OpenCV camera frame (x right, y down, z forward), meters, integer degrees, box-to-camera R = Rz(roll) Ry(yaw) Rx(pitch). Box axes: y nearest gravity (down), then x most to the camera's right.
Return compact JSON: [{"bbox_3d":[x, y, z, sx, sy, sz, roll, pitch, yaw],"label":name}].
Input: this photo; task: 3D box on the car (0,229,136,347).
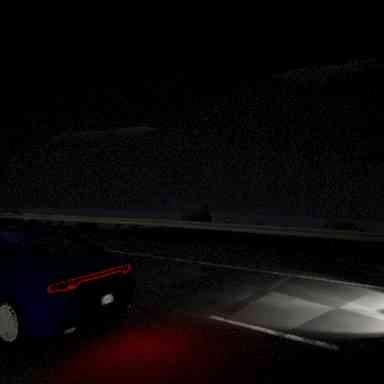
[{"bbox_3d":[-3.338,1.456,6.329,5.008,1.535,1.882,0,0,33],"label":"car"}]
